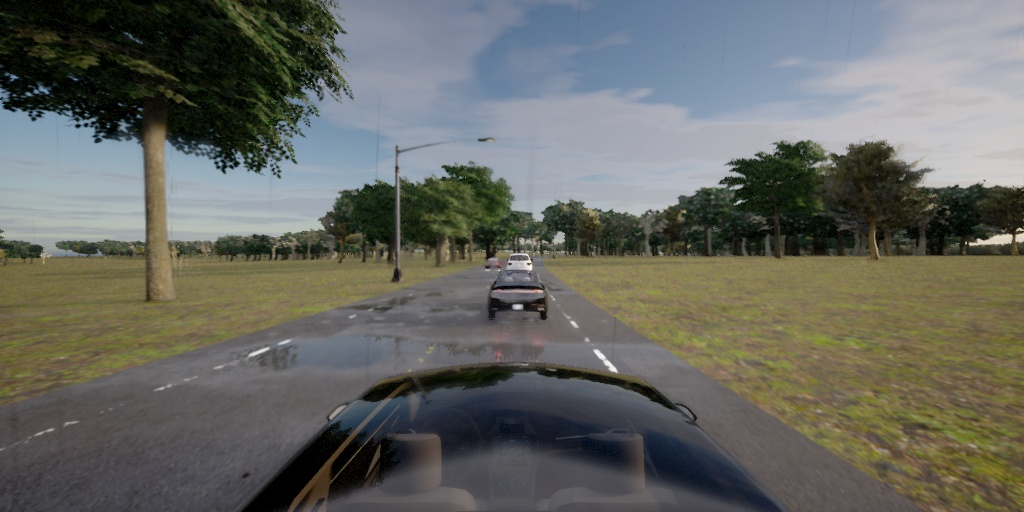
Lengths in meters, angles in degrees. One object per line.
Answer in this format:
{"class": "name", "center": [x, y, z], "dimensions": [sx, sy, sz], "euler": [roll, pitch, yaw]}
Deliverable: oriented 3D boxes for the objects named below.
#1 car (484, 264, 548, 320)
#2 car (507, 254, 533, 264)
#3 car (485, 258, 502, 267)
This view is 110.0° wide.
{"class": "car", "center": [0.198, 1.217, 12.568], "dimensions": [2.128, 1.511, 4.902], "euler": [0, 0, 1]}
{"class": "car", "center": [0.708, 0.801, 32.454], "dimensions": [2.150, 2.045, 5.566], "euler": [0, 1, 2]}
{"class": "car", "center": [-2.345, 0.937, 46.340], "dimensions": [1.812, 1.442, 4.674], "euler": [0, 1, 3]}
